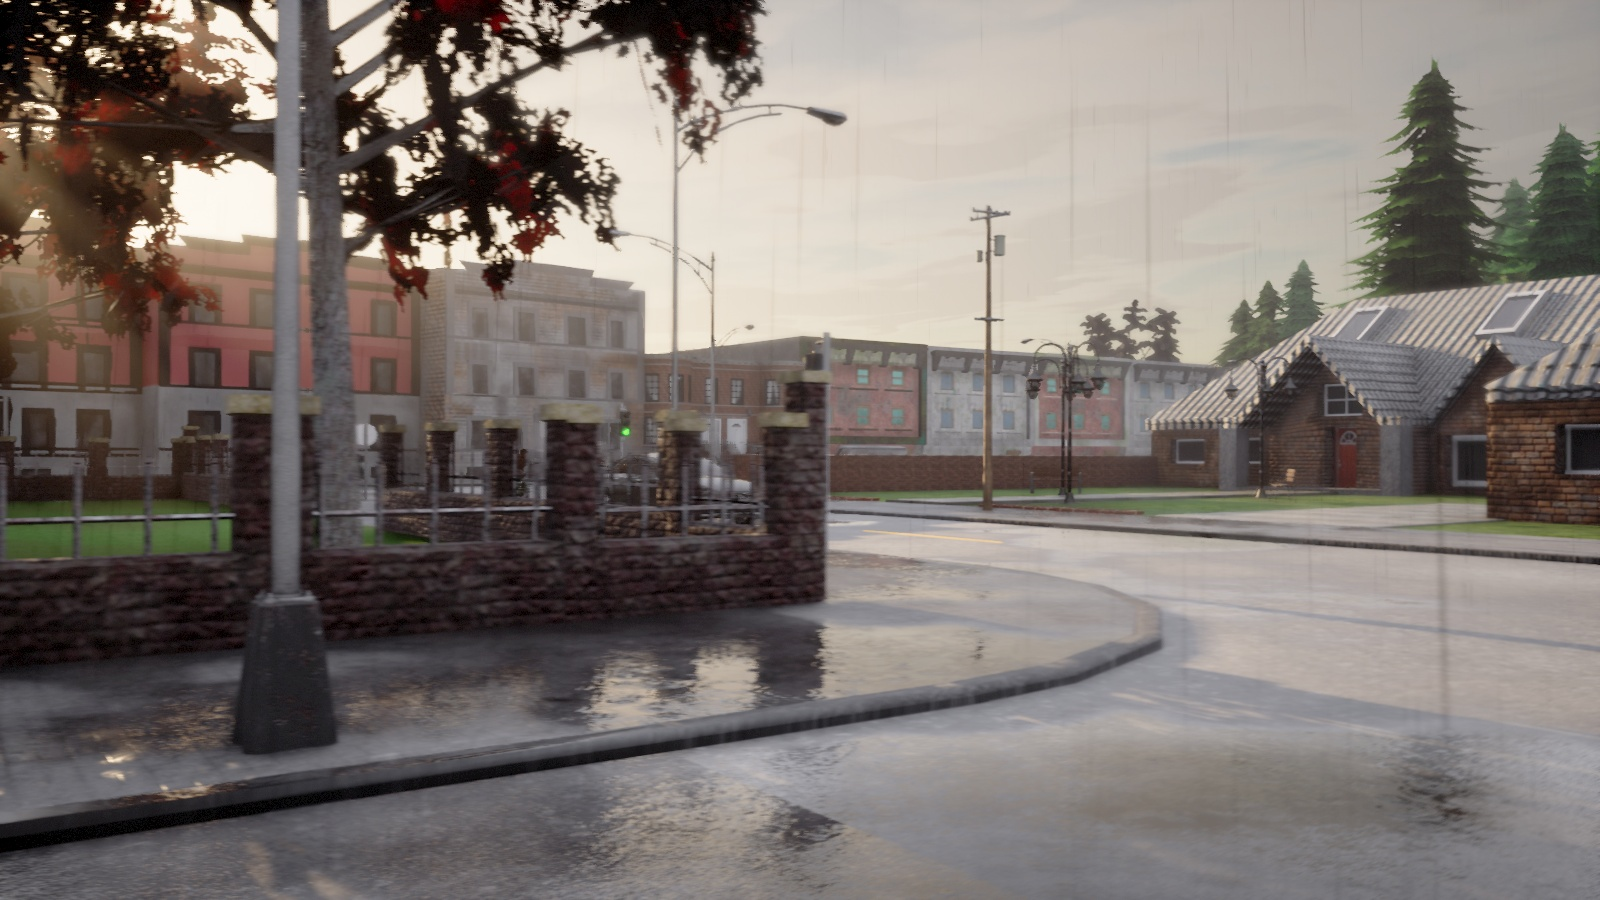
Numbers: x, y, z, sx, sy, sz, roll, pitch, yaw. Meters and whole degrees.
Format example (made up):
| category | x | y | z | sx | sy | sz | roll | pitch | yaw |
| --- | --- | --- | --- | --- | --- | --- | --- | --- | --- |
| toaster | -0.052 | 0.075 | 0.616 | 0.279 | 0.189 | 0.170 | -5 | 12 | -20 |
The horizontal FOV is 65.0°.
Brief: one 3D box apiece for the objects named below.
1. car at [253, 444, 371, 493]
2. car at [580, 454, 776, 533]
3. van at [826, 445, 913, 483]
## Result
| category | x | y | z | sx | sy | sz | roll | pitch | yaw |
| --- | --- | --- | --- | --- | --- | --- | --- | --- | --- |
| car | -19.028 | 0.721 | 49.088 | 3.866 | 1.878 | 1.905 | 0 | 0 | 2 |
| car | -2.669 | 0.840 | 26.391 | 1.837 | 1.490 | 4.892 | 0 | 0 | -36 |
| van | 3.718 | 0.718 | 66.932 | 4.442 | 1.987 | 1.775 | 0 | 0 | -35 |
